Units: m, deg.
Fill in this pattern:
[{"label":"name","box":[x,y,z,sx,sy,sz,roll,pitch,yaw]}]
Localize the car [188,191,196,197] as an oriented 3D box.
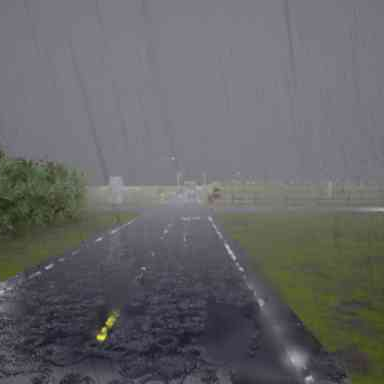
[{"label":"car","box":[-0.031,0.486,85.958,2.097,1.767,4.553,0,1,0]}]
